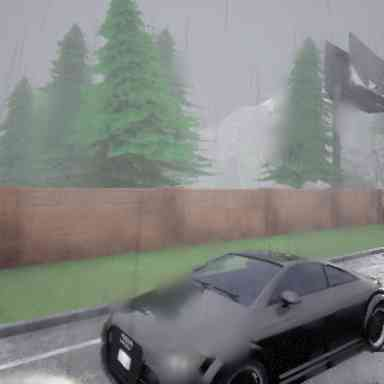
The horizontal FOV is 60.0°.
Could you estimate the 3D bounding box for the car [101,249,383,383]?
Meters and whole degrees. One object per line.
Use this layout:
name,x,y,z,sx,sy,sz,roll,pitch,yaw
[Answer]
car,0.928,1.557,4.612,4.181,1.385,1.994,0,0,-35
